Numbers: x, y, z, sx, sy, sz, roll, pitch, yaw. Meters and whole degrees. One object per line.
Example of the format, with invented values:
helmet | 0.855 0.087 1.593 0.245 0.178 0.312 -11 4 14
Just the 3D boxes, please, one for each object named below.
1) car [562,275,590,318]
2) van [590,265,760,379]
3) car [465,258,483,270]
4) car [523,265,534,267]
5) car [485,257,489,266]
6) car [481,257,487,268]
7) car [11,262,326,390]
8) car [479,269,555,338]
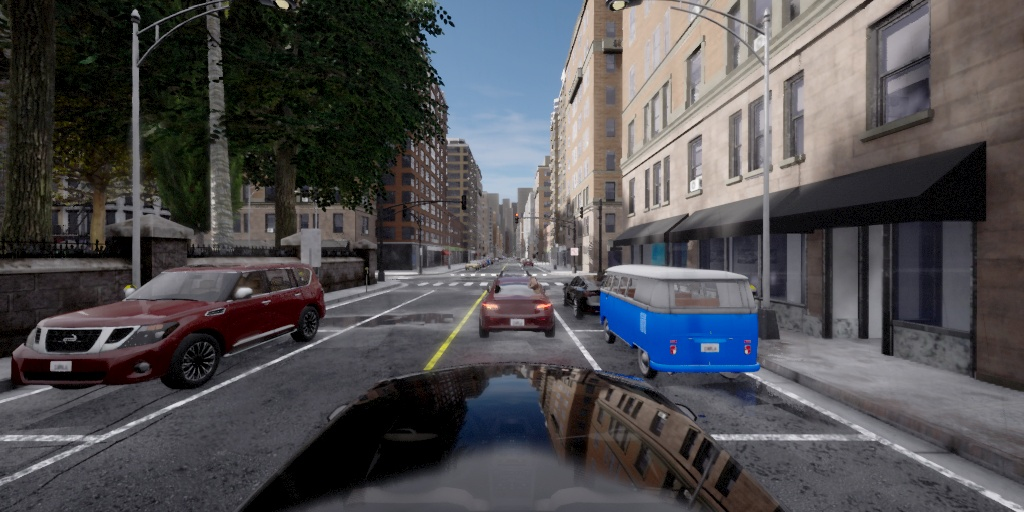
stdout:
car | 2.884 1.313 12.693 1.948 1.339 4.313 0 0 0
van | 2.870 1.090 7.033 1.690 1.789 3.998 0 0 0
car | -5.545 1.248 50.533 1.751 1.417 4.829 0 0 0
car | 0.119 1.345 18.896 1.895 1.301 4.718 0 0 -1
car | -5.517 1.265 61.605 1.888 1.381 4.507 0 0 0
car | -5.530 1.271 56.153 2.007 1.370 4.403 0 0 0
car | -5.655 1.064 7.014 2.192 1.841 5.009 0 0 0
car | 0.126 1.274 10.074 1.812 1.442 4.674 0 0 0
